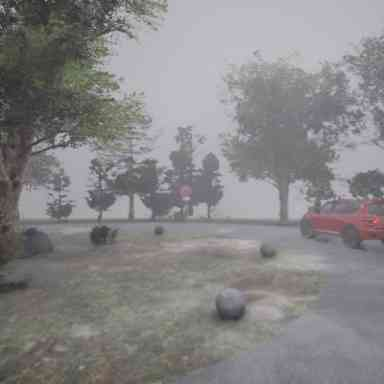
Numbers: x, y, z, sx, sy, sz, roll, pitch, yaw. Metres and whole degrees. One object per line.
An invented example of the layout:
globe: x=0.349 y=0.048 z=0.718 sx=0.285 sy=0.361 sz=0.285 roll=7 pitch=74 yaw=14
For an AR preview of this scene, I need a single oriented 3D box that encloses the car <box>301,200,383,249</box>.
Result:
car: x=7.403 y=1.389 z=15.824 sx=2.150 sy=2.045 sz=5.566 roll=0 pitch=-1 yaw=-12
